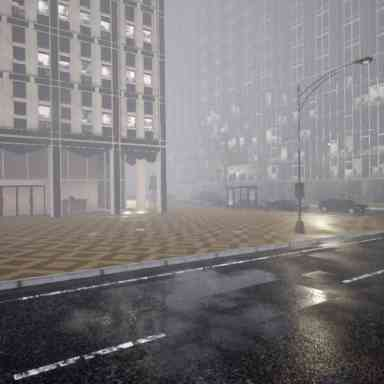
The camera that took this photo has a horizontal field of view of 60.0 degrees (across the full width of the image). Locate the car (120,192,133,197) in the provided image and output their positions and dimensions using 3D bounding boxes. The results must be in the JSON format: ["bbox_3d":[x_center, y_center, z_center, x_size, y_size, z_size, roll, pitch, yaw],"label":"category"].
[{"bbox_3d":[-18.056,0.688,91.238,2.008,1.369,4.403,0,1,-34],"label":"car"}]

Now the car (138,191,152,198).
[{"bbox_3d":[-11.630,0.686,81.861,1.967,1.590,4.097,0,1,-34],"label":"car"}]

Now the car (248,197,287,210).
[{"bbox_3d":[9.269,1.363,41.118,1.895,1.301,4.718,-1,1,-34],"label":"car"}]

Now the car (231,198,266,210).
[{"bbox_3d":[7.071,1.388,39.561,1.802,1.307,4.206,0,1,-34],"label":"car"}]

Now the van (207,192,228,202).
[{"bbox_3d":[4.436,0.855,58.419,1.690,1.788,3.998,0,1,-34],"label":"van"}]

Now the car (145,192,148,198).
[{"bbox_3d":[-8.417,0.615,77.171,2.192,1.841,5.009,0,1,-34],"label":"car"}]

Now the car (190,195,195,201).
[{"bbox_3d":[1.224,1.043,63.110,1.802,1.307,4.206,0,1,-34],"label":"car"}]

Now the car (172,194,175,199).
[{"bbox_3d":[-5.203,0.936,72.487,1.802,1.307,4.206,0,1,-34],"label":"car"}]

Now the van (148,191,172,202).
[{"bbox_3d":[-5.689,0.937,58.371,1.690,1.788,3.998,0,1,-34],"label":"van"}]

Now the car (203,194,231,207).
[{"bbox_3d":[3.906,1.319,44.281,1.947,1.339,4.313,0,1,-34],"label":"car"}]

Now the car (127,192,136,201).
[{"bbox_3d":[-12.116,1.039,67.750,2.008,1.369,4.403,0,1,-34],"label":"car"}]

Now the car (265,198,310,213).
[{"bbox_3d":[10.270,1.424,34.860,1.947,1.339,4.313,0,1,-34],"label":"car"}]

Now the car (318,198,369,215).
[{"bbox_3d":[14.877,1.358,32.913,1.837,1.490,4.892,-1,1,-34],"label":"car"}]

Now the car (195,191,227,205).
[{"bbox_3d":[3.254,0.887,49.897,2.150,2.045,5.566,-1,1,-35],"label":"car"}]
